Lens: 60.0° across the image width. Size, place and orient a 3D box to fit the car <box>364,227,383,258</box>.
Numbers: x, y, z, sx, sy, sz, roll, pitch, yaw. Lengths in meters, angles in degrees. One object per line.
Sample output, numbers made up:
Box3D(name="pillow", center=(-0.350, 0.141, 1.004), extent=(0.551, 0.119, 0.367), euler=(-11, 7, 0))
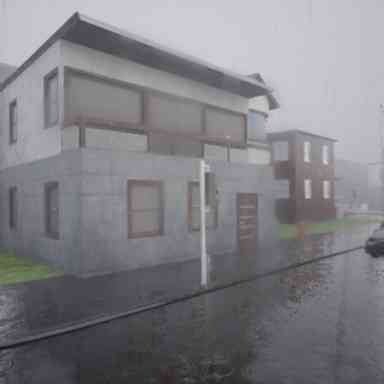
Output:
Box3D(name="car", center=(8.539, 1.701, 12.869), extent=(5.357, 1.411, 2.033), euler=(0, -2, -43))
